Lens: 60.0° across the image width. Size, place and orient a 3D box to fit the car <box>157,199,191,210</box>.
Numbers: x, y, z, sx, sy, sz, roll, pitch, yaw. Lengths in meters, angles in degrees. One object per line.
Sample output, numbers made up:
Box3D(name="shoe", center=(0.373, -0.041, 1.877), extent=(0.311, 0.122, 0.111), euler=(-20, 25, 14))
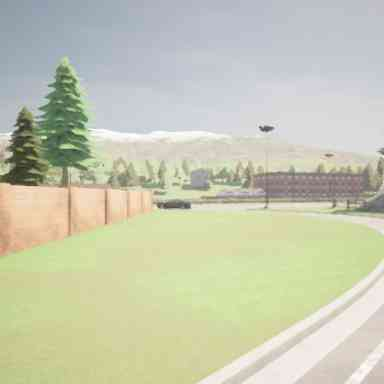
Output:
Box3D(name="car", center=(-2.584, 1.794, 48.034), extent=(5.008, 1.535, 1.882), euler=(0, -1, 13))
